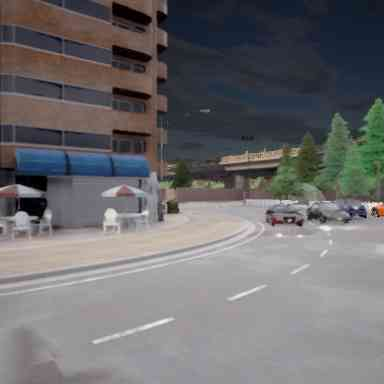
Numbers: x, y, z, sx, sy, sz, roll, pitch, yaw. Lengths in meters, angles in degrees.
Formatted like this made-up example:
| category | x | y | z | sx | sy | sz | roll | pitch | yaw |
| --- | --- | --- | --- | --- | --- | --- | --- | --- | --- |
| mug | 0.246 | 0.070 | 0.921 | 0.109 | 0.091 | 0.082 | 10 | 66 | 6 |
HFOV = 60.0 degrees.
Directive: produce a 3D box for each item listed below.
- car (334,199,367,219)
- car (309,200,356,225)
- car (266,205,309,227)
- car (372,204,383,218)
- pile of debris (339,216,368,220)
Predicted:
| category | x | y | z | sx | sy | sz | roll | pitch | yaw |
| --- | --- | --- | --- | --- | --- | --- | --- | --- | --- |
| car | 13.234 | 1.360 | 29.337 | 2.097 | 1.767 | 4.553 | 0 | 0 | -5 |
| car | 9.878 | 1.536 | 24.475 | 1.812 | 1.442 | 4.674 | 0 | 0 | 1 |
| car | 6.247 | 1.579 | 22.704 | 1.994 | 1.385 | 4.181 | 0 | 0 | 5 |
| car | 16.853 | 1.355 | 27.276 | 2.097 | 1.767 | 4.553 | 0 | 0 | -1 |
| pile of debris | 13.658 | 2.184 | 28.218 | 1.500 | 0.140 | 1.860 | 0 | 0 | -5 |
